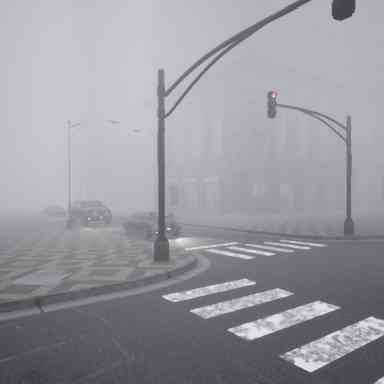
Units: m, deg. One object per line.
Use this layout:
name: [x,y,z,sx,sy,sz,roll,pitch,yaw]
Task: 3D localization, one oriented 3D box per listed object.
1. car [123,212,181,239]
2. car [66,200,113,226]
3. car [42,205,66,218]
car: [-2.402,1.846,19.468,1.994,1.385,4.181,0,-1,-35]
car: [-8.685,1.695,28.334,2.150,2.045,5.566,0,-1,-35]
car: [-16.193,2.245,38.954,2.033,1.411,5.357,0,-1,-35]
